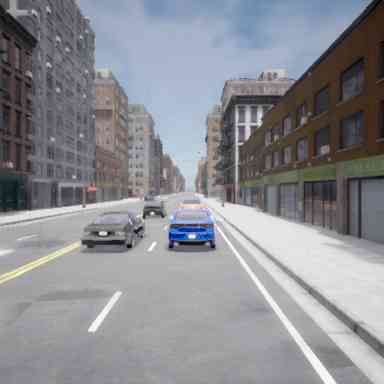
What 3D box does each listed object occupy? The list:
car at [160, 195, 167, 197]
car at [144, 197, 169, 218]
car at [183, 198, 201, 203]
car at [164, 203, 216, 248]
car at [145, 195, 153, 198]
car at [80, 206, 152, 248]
[{"bbox_3d":[-6.500,1.469,75.942,1.812,1.442,4.674,0,0,0],"label":"car"},{"bbox_3d":[-3.250,1.503,29.650,1.837,1.490,4.892,0,0,0],"label":"car"},{"bbox_3d":[0.000,1.353,29.620,2.097,1.767,4.553,0,0,0],"label":"car"},{"bbox_3d":[0.000,1.478,14.650,1.882,1.535,5.008,0,0,0],"label":"car"},{"bbox_3d":[-9.750,1.445,75.942,1.837,1.490,4.892,0,0,0],"label":"car"},{"bbox_3d":[-3.250,1.557,14.650,2.033,1.411,5.357,0,0,0],"label":"car"}]
